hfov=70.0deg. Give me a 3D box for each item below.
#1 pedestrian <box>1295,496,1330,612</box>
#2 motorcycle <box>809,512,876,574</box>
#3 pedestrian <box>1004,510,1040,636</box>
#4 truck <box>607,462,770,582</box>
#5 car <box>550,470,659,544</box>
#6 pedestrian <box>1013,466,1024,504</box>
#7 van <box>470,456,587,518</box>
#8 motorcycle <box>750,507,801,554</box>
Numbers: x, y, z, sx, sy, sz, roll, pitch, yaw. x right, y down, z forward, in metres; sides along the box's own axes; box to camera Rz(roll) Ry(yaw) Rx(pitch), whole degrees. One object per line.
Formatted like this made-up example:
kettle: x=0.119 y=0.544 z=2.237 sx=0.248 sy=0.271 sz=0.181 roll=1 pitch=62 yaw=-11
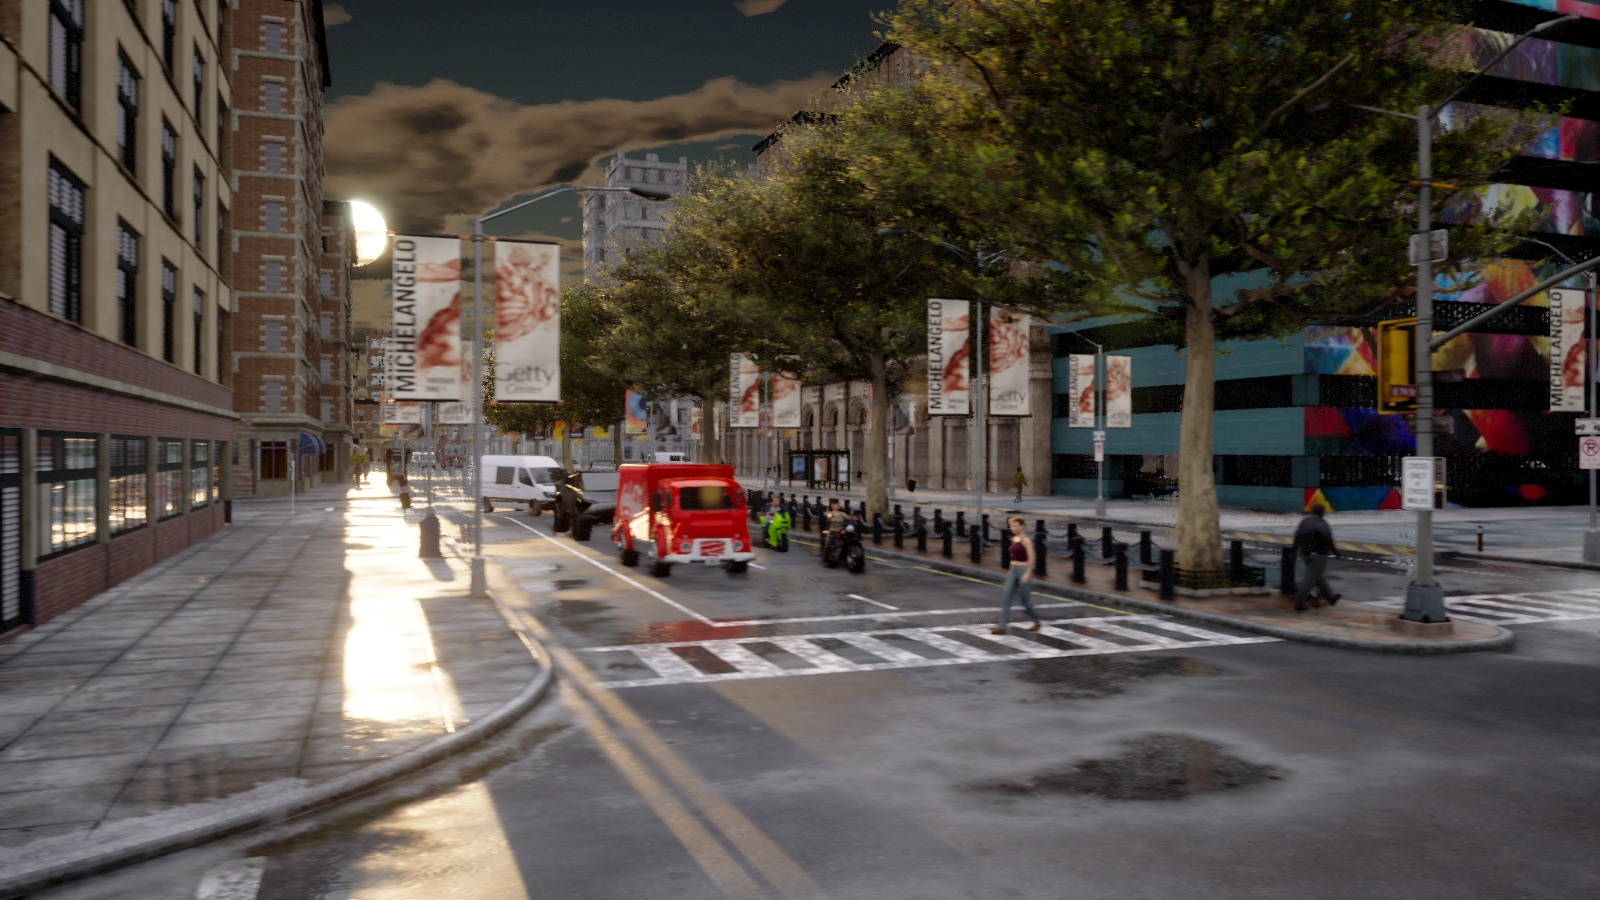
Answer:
pedestrian: x=8.456 y=1.704 z=18.854 sx=0.375 sy=1.860 sz=0.375 roll=0 pitch=0 yaw=-20
motorcycle: x=0.978 y=2.170 z=27.069 sx=0.764 sy=1.277 sz=2.356 roll=0 pitch=0 yaw=-20
pedestrian: x=3.362 y=1.849 z=17.320 sx=0.375 sy=1.860 sz=0.375 roll=0 pitch=0 yaw=-30
truck: x=-2.797 y=1.564 z=27.204 sx=2.627 sy=2.467 sz=5.204 roll=0 pitch=0 yaw=-20
car: x=-6.501 y=1.754 z=37.249 sx=2.390 sy=2.098 sz=6.274 roll=0 pitch=0 yaw=-20
pedestrian: x=10.608 y=1.696 z=55.505 sx=0.375 sy=1.860 sz=0.375 roll=0 pitch=0 yaw=-19
van: x=-11.997 y=1.534 z=50.168 sx=5.915 sy=2.561 sz=1.988 roll=0 pitch=0 yaw=42
motorcycle: x=-0.693 y=2.213 z=31.606 sx=0.803 sy=1.145 sz=2.033 roll=0 pitch=0 yaw=-20
